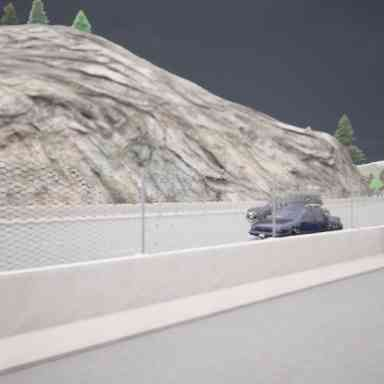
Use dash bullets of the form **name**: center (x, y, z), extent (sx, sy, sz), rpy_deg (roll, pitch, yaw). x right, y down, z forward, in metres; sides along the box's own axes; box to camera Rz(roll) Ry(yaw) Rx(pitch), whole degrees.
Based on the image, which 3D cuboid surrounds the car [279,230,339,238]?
- **car**: center (5.278, 1.547, 16.373), extent (5.357, 1.411, 2.033), rpy_deg (0, 0, -36)
